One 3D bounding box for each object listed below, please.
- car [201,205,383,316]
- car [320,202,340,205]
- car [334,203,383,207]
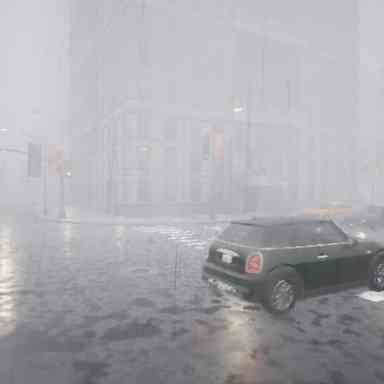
[{"bbox_3d":[2.539,1.340,7.662,4.553,1.767,2.097,0,0,-29],"label":"car"},{"bbox_3d":[10.041,1.478,24.001,5.008,1.535,1.882,0,0,-29],"label":"car"},{"bbox_3d":[11.729,1.547,20.940,5.357,1.411,2.033,0,0,-29],"label":"car"}]
